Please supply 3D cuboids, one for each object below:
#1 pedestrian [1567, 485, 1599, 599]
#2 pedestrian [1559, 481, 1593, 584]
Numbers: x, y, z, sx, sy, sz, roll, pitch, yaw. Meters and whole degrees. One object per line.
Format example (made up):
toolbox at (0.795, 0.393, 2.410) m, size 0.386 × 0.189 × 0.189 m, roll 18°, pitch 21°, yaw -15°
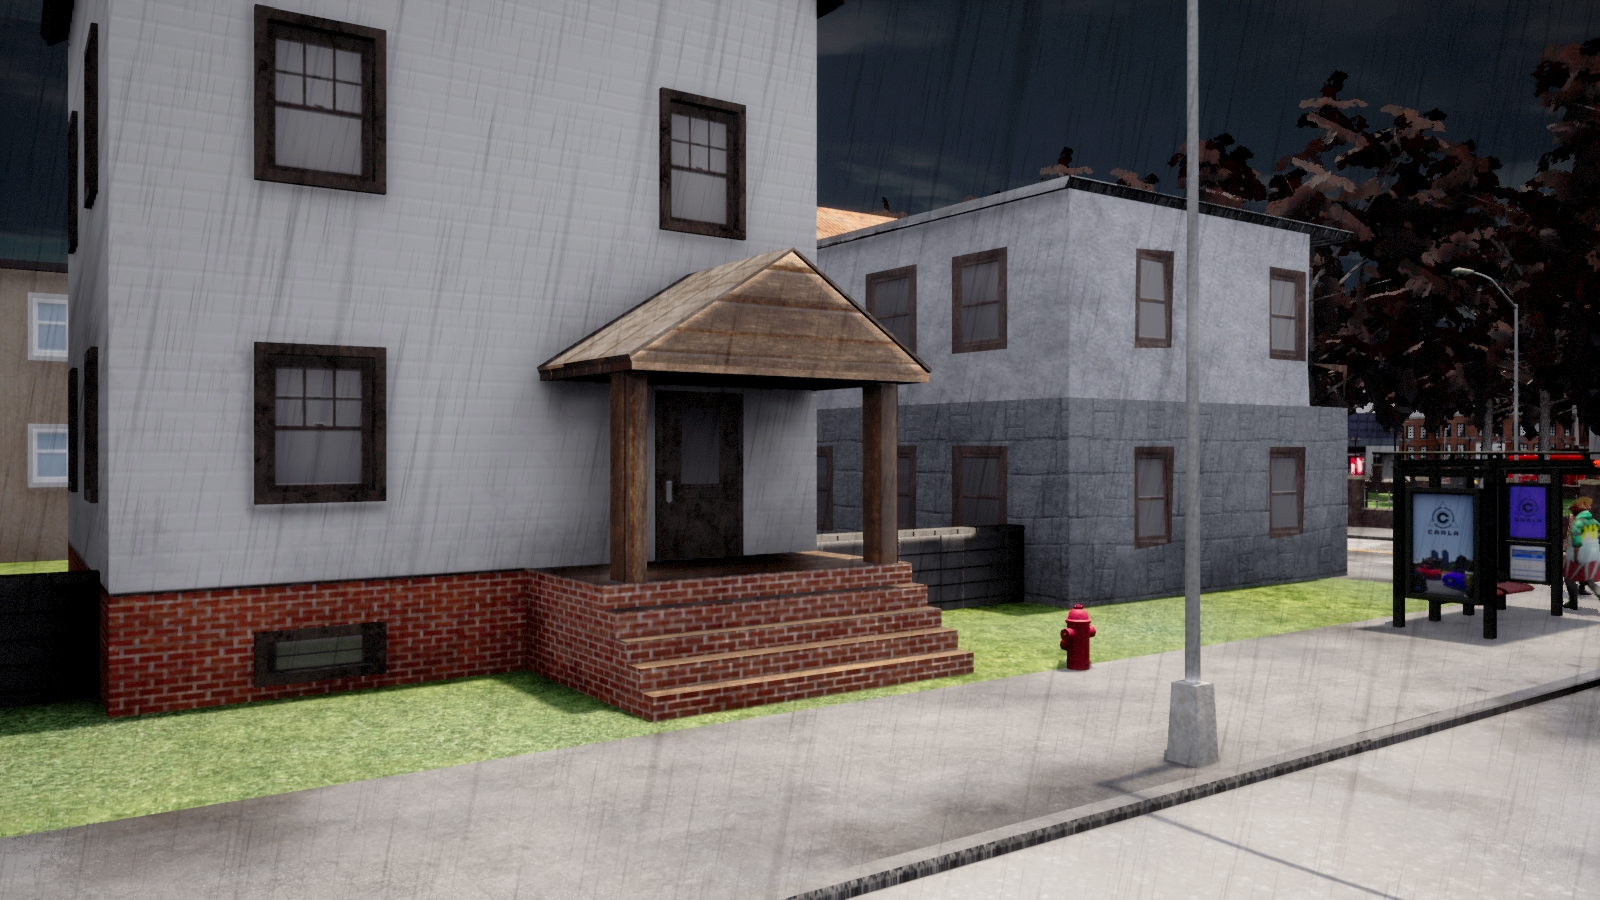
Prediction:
pedestrian at (13.072, 1.516, 18.992) m, size 0.375 × 1.860 × 0.375 m, roll 0°, pitch 0°, yaw -10°
pedestrian at (14.351, 1.516, 21.136) m, size 0.375 × 1.860 × 0.375 m, roll 0°, pitch 0°, yaw -20°
